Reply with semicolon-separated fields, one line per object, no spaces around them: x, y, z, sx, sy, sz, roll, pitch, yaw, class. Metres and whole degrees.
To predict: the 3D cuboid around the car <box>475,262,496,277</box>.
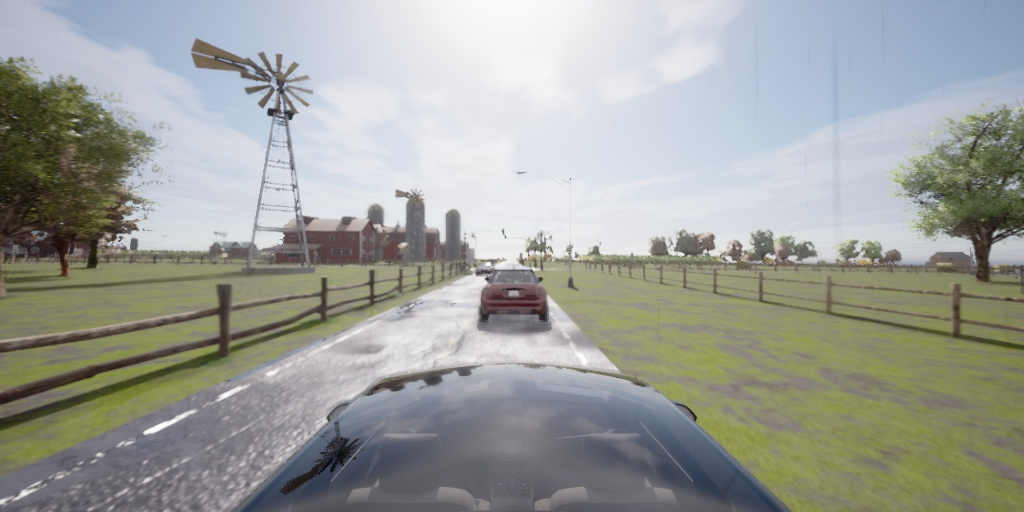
-2.813;1.422;38.733;1.994;1.385;4.181;0;0;0;car

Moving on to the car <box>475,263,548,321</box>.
0.072;1.132;12.714;2.097;1.767;4.553;0;0;0;car
